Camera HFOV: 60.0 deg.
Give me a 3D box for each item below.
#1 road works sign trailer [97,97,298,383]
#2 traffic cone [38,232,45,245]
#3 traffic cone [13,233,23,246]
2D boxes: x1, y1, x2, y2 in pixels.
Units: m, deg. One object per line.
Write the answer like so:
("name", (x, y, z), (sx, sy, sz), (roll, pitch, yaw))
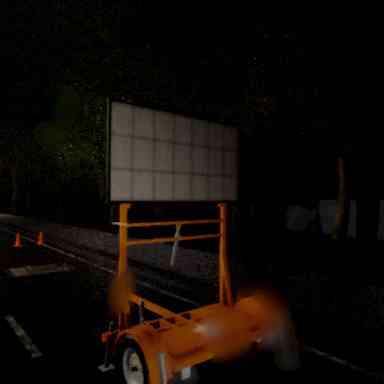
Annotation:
("road works sign trailer", (-0.291, 0.567, 5.012), (2.380, 3.560, 2.880), (1, -1, -39))
("traffic cone", (-7.283, 2.224, 16.069), (0.340, 0.580, 0.340), (1, -1, -39))
("traffic cone", (-8.057, 2.205, 15.436), (0.340, 0.580, 0.340), (1, -1, -39))
